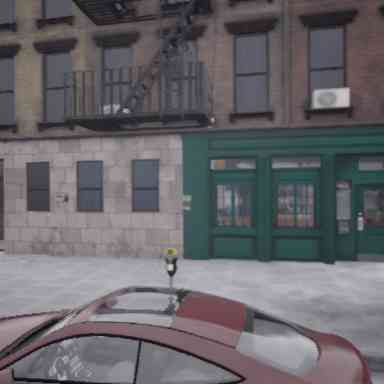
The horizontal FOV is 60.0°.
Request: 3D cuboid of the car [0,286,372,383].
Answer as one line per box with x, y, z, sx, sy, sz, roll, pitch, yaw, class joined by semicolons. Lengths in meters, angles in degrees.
-0.641;1.571;2.951;4.206;1.307;1.802;0;0;11;car
